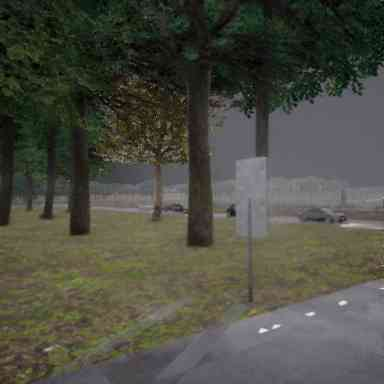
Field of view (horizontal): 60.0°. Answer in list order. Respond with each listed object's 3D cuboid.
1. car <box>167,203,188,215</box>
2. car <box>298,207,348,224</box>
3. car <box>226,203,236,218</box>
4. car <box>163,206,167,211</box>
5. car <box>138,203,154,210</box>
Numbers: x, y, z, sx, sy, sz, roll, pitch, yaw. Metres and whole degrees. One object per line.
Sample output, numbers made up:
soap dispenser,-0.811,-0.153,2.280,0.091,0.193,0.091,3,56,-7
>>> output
car,-1.163,2.439,48.241,1.837,1.490,4.892,-1,0,-35
car,11.715,2.098,29.973,1.994,1.385,4.181,-1,-1,-35
car,6.018,2.068,38.044,2.097,1.767,4.553,-1,-1,-35
car,-2.897,2.577,55.694,2.033,1.411,5.357,-1,-1,-35
car,-8.448,2.795,63.472,1.895,1.301,4.718,-1,-1,-35
